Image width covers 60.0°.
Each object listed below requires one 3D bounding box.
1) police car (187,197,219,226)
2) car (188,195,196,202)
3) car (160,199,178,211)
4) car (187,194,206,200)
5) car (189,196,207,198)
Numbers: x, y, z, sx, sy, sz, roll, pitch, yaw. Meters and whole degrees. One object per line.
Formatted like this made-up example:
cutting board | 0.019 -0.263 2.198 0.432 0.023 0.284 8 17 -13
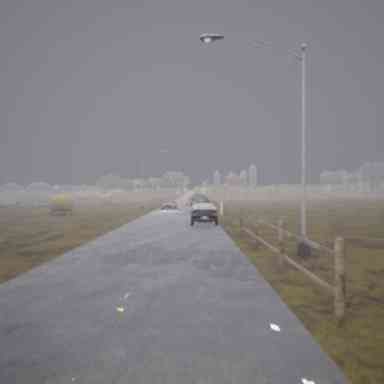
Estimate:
police car | 0.826 1.433 23.926 1.930 1.638 5.238 0 0 0
car | 0.005 1.456 74.065 1.812 1.442 4.674 0 0 0
car | -2.835 1.588 41.804 1.994 1.385 4.181 0 0 0
car | 0.827 1.246 39.848 2.150 2.045 5.566 0 0 0
car | 0.827 1.472 34.007 1.801 1.575 5.366 0 0 0
